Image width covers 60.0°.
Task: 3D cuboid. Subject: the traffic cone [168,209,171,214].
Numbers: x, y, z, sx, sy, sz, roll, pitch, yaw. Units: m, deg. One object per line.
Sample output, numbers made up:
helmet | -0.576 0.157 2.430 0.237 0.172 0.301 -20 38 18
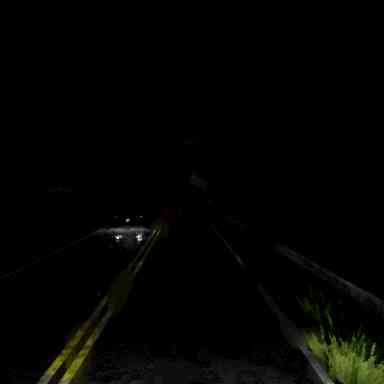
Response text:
traffic cone | -1.933 1.778 25.112 0.340 0.580 0.340 0 0 -2

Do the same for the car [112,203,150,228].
car | -3.783 1.420 21.166 1.994 1.385 4.181 0 0 -3

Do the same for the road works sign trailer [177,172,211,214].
road works sign trailer | 0.400 -0.004 30.994 2.380 3.560 2.880 29 -42 -15
